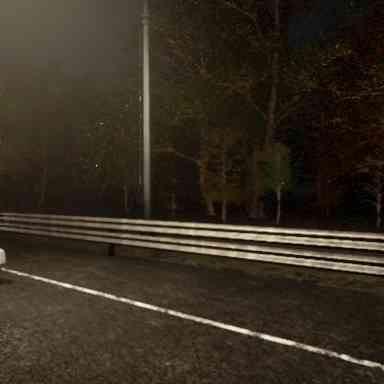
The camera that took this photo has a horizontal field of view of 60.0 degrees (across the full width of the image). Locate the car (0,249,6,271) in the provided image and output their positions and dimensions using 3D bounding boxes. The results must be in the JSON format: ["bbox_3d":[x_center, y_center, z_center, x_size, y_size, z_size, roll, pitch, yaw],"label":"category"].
[{"bbox_3d":[-7.097,1.689,9.014,4.718,1.301,1.895,-1,0,35],"label":"car"}]
